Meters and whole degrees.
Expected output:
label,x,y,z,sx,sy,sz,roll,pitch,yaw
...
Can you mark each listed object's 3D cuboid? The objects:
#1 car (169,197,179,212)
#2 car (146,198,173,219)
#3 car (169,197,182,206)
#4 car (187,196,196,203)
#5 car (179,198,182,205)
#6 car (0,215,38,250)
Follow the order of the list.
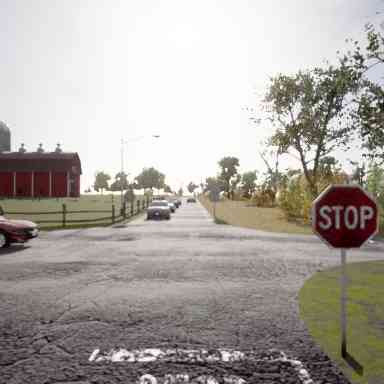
label,x,y,z,sx,sy,sz,roll,pitch,yaw
car,-2.909,1.575,38.962,2.033,1.411,5.357,0,0,0
car,-2.858,1.522,29.175,1.837,1.490,4.892,0,0,-1
car,-2.861,1.621,58.917,1.994,1.385,4.181,0,0,1
car,-0.126,1.632,71.228,1.994,1.385,4.181,0,0,0
car,-2.916,1.519,48.865,1.882,1.535,5.008,0,0,0
car,-8.874,1.371,13.428,5.008,1.535,1.882,1,-1,0
